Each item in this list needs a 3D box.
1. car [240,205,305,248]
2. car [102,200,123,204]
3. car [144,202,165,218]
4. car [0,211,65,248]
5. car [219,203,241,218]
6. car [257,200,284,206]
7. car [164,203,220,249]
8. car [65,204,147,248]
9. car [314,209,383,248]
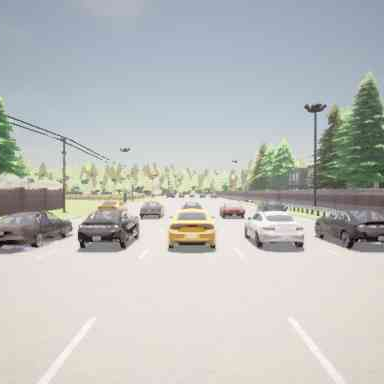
[{"bbox_3d":[3.500,1.530,14.650,1.812,1.442,4.674,0,0,0],"label":"car"},{"bbox_3d":[-7.000,1.482,29.650,1.882,1.535,5.008,0,0,0],"label":"car"},{"bbox_3d":[-3.500,1.560,29.650,2.033,1.411,5.357,0,0,0],"label":"car"},{"bbox_3d":[-7.000,1.560,14.650,2.033,1.411,5.357,0,0,0],"label":"car"},{"bbox_3d":[3.500,1.614,29.680,1.895,1.301,4.718,0,0,0],"label":"car"},{"bbox_3d":[7.000,1.493,29.650,2.128,1.511,4.902,0,0,0],"label":"car"},{"bbox_3d":[0.000,1.482,14.650,1.882,1.535,5.008,0,0,0],"label":"car"},{"bbox_3d":[-3.500,1.492,14.650,2.128,1.511,4.902,0,0,0],"label":"car"},{"bbox_3d":[7.000,1.492,14.650,2.128,1.511,4.902,0,0,0],"label":"car"}]
